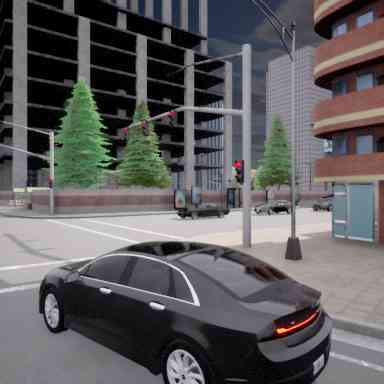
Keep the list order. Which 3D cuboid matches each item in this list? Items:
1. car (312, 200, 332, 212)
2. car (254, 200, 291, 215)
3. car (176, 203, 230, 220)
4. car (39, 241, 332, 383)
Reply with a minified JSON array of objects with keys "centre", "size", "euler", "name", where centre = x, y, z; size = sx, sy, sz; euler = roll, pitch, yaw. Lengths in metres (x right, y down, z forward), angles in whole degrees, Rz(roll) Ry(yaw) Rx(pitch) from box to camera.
[{"centre":[16.640,1.407,40.273],"size":[4.553,1.767,2.097],"euler":[0,0,-35],"name":"car"},{"centre":[8.559,1.547,34.499],"size":[4.902,1.511,2.128],"euler":[0,0,-36],"name":"car"},{"centre":[0.981,1.656,29.061],"size":[4.718,1.301,1.895],"euler":[0,0,-36],"name":"car"},{"centre":[-0.529,1.505,4.996],"size":[4.892,1.490,1.837],"euler":[0,0,41],"name":"car"}]
